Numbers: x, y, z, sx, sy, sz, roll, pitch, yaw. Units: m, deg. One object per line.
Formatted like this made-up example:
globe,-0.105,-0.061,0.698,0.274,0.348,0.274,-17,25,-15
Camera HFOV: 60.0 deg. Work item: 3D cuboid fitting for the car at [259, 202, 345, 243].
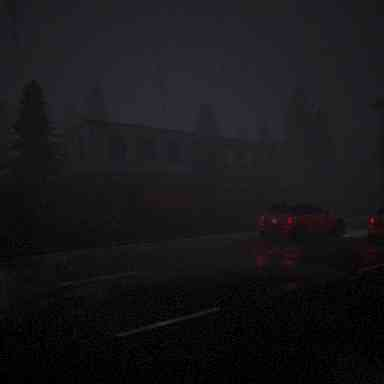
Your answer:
car,5.436,1.325,16.226,4.553,1.767,2.097,0,0,-36

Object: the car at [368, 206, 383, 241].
car,10.085,1.319,15.240,4.553,1.767,2.097,0,0,-36
